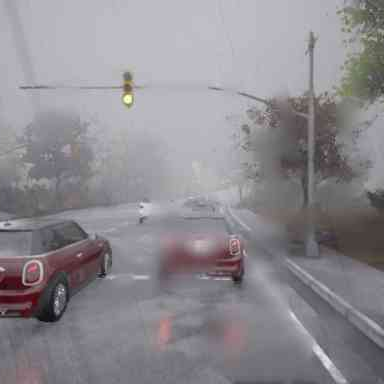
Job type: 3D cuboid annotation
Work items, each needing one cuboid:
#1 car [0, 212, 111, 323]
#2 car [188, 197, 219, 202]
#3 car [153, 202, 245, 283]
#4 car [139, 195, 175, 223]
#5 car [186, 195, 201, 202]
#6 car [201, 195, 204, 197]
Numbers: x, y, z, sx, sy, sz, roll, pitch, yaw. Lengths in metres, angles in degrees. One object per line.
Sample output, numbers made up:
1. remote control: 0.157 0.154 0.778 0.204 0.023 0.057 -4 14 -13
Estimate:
1. car: -3.290 1.349 7.371 2.097 1.767 4.553 0 0 1
2. car: 1.102 1.479 29.370 2.128 1.511 4.902 0 0 3
3. car: 0.263 1.347 9.863 2.097 1.767 4.553 0 0 1
4. car: -2.622 1.210 25.799 2.150 2.045 5.566 0 0 3
5. car: 0.003 1.502 56.287 1.812 1.442 4.674 0 0 7
6. car: 1.874 1.470 71.376 1.837 1.490 4.892 0 0 9
